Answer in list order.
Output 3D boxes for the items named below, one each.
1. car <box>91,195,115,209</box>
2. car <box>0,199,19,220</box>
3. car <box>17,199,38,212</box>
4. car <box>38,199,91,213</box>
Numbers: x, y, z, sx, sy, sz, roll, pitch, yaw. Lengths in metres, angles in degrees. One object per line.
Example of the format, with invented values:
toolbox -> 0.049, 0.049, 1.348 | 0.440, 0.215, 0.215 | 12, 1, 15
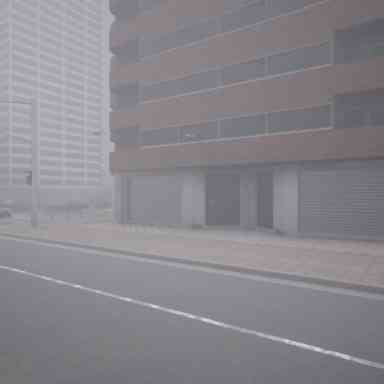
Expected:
car -> -12.817, 1.514, 44.165 | 1.837, 1.490, 4.892 | 0, 0, 35
car -> -16.734, 1.533, 26.324 | 1.812, 1.442, 4.674 | 0, 0, 40
car -> -18.771, 1.487, 35.609 | 1.882, 1.535, 5.008 | 0, 0, 35
car -> -13.907, 1.610, 36.474 | 1.895, 1.301, 4.718 | 0, 0, 35
